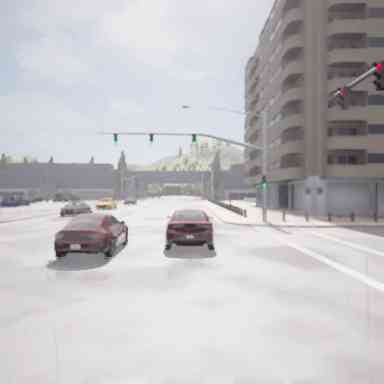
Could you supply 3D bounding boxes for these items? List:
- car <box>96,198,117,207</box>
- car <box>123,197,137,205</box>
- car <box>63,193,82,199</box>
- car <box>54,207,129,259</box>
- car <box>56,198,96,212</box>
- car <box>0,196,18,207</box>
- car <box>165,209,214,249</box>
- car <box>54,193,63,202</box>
[{"bbox_3d":[-11.158,1.541,43.471,1.882,1.535,5.008,0,1,0],"label":"car"},{"bbox_3d":[-11.312,1.633,61.711,1.812,1.442,4.674,0,0,-1],"label":"car"},{"bbox_3d":[-25.489,1.231,71.964,1.932,1.855,4.605,0,0,-1],"label":"car"},{"bbox_3d":[-3.581,1.512,12.435,1.812,1.442,4.674,0,0,-1],"label":"car"},{"bbox_3d":[-11.017,1.599,31.783,1.994,1.385,4.181,0,0,-1],"label":"car"},{"bbox_3d":[-30.929,1.409,54.500,1.970,1.475,3.806,0,0,-1],"label":"car"},{"bbox_3d":[-0.106,1.484,14.503,1.882,1.535,5.008,0,0,-1],"label":"car"},{"bbox_3d":[-28.384,1.222,71.992,1.905,1.878,3.866,0,0,-1],"label":"car"}]
